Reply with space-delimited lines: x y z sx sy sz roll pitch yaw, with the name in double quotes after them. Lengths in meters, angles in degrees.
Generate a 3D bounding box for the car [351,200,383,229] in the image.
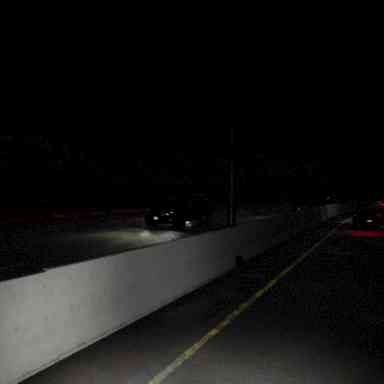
11.479 1.502 21.320 1.882 1.535 5.008 1 0 30 "car"

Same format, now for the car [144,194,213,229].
-0.727 1.142 21.438 2.150 2.045 5.566 1 0 30 "car"

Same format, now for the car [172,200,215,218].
0.243 1.464 30.037 1.994 1.385 4.181 1 0 31 "car"

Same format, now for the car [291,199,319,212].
12.199 1.476 35.619 2.128 1.511 4.902 0 0 37 "car"

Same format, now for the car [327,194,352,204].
24.208 1.524 54.039 4.902 1.511 2.128 0 0 -41 "car"
